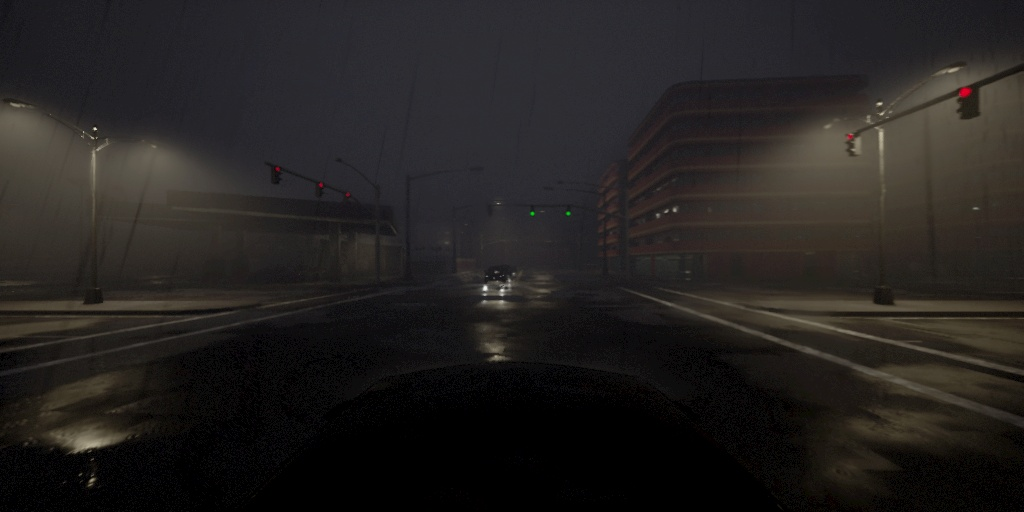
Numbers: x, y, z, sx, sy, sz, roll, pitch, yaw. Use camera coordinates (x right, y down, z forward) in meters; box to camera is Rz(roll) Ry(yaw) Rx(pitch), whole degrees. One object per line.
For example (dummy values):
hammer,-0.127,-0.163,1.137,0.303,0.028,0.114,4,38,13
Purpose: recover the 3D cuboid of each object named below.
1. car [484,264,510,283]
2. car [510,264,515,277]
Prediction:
car,-1.464,1.705,33.619,1.837,1.490,4.892,0,0,2
car,-0.974,1.871,45.753,1.837,1.490,4.892,0,-1,2
